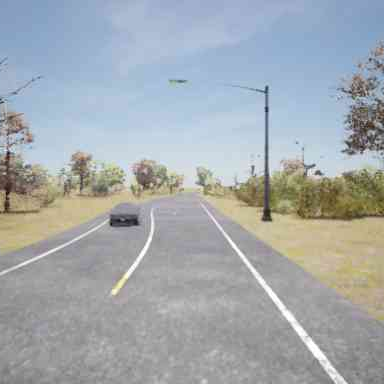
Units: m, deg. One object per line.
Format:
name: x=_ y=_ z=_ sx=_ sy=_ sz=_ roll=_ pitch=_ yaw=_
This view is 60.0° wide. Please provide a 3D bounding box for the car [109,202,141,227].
car: x=-4.603 y=1.466 z=23.287 sx=1.882 sy=1.535 sz=5.008 roll=0 pitch=0 yaw=-6
